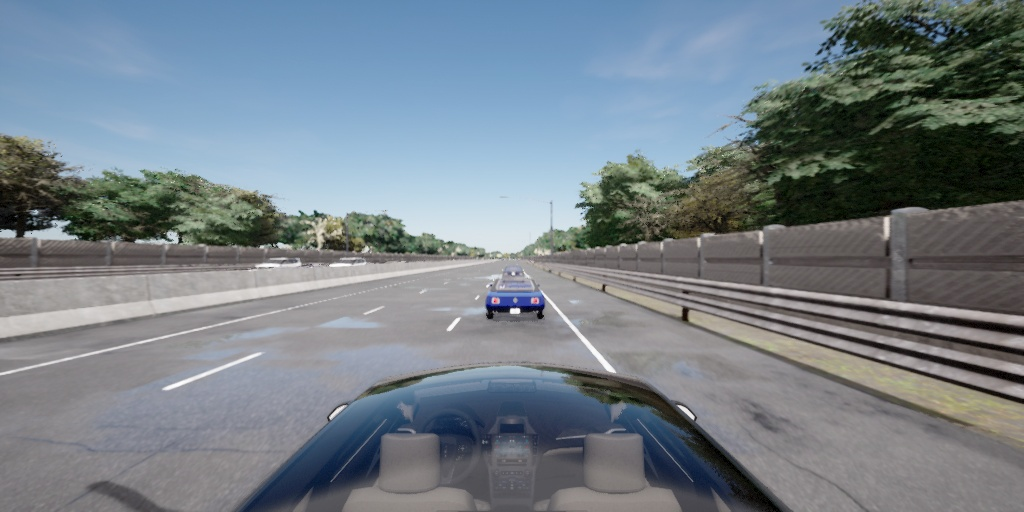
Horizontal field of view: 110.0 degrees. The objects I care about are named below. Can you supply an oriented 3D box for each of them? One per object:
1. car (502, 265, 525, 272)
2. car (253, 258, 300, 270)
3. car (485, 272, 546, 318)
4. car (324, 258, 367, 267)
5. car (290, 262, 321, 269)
[{"bbox_3d":[0.105,1.481,31.009,2.033,1.411,5.357,0,0,0],"label":"car"},{"bbox_3d":[-24.501,1.209,37.825,2.150,2.045,5.566,0,-1,0],"label":"car"},{"bbox_3d":[0.103,1.420,13.232,1.895,1.301,4.718,0,0,0],"label":"car"},{"bbox_3d":[-17.496,1.199,38.565,2.150,2.045,5.566,0,-1,0],"label":"car"},{"bbox_3d":[-20.998,1.586,38.281,1.895,1.301,4.718,0,0,0],"label":"car"}]
